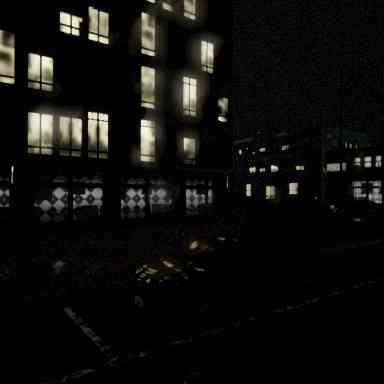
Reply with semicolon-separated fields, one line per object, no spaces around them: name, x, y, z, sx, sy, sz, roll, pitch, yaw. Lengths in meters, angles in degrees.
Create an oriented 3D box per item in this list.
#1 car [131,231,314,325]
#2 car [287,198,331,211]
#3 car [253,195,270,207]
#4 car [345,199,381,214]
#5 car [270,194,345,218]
car;0.839;1.566;7.152;4.313;1.339;1.947;0;0;-35
car;12.834;1.340;36.736;1.802;1.307;4.206;1;0;-36
car;9.553;1.130;41.208;1.967;1.590;4.097;1;0;-36
car;16.116;1.372;32.266;1.887;1.381;4.507;1;0;-36
car;9.367;1.101;27.307;2.192;1.841;5.009;1;0;-36
